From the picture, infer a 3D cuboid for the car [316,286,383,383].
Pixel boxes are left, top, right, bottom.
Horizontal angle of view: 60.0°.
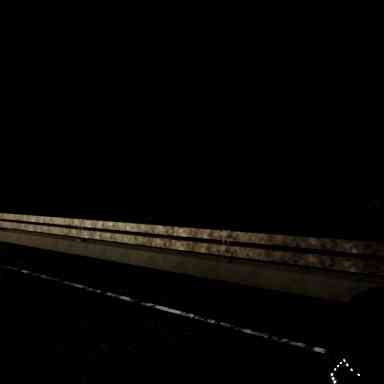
[{"bbox_3d":[3.504,1.223,1.493,5.566,2.045,2.150,0,0,35],"label":"car"}]
